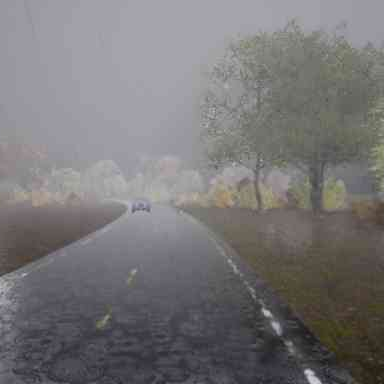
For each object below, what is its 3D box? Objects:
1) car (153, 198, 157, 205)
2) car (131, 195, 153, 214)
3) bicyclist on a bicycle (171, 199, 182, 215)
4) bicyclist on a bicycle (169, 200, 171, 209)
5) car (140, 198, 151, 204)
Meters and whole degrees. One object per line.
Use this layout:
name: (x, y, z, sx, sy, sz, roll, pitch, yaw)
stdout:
car: (-8.288, 1.952, 67.744, 1.895, 1.301, 4.718, 0, 0, -14)
car: (-6.019, 1.437, 39.521, 2.150, 2.045, 5.566, 0, 0, -8)
bicyclist on a bicycle: (-1.481, 1.622, 35.236, 0.866, 1.612, 1.509, -1, 0, -7)
bicyclist on a bicycle: (-2.674, 1.682, 43.680, 0.582, 1.620, 1.656, 0, -1, -9)
car: (-10.754, 1.995, 77.023, 1.895, 1.301, 4.718, 0, 0, -16)
